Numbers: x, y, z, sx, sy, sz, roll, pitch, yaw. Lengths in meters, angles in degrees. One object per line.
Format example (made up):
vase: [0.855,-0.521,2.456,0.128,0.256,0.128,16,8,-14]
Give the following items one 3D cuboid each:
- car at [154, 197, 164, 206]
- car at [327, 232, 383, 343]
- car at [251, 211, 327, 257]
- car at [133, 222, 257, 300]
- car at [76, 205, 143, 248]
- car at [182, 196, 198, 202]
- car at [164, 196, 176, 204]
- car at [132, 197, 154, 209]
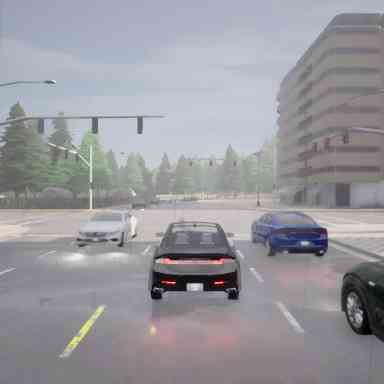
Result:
car: [-6.451,1.563,55.956,1.994,1.385,4.181,0,0,5]
car: [3.600,1.352,3.877,2.097,1.767,4.553,0,0,0]
car: [3.586,1.477,13.028,1.882,1.535,5.008,0,0,0]
car: [0.067,1.491,8.383,2.128,1.511,4.902,0,0,0]
car: [-3.627,1.525,14.931,1.812,1.442,4.674,0,0,1]
car: [-0.369,1.523,74.586,1.812,1.442,4.674,0,0,31]
car: [-4.514,1.525,65.448,1.812,1.442,4.674,0,0,18]
car: [-7.027,1.547,46.585,2.033,1.411,5.357,0,0,1]
